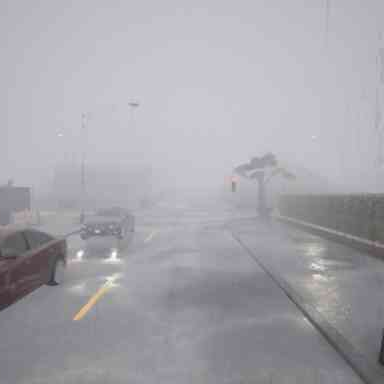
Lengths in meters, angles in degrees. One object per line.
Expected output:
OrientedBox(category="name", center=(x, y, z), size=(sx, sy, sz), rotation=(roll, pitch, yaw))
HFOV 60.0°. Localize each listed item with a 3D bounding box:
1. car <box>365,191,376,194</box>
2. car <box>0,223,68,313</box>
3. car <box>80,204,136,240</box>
OrientedBox(category="car", center=(38.008, 0.628, 70.203), size=(1.905, 1.878, 3.866), rotation=(0, 0, 0))
OrientedBox(category="car", center=(-4.081, 1.445, 6.432), size=(1.882, 1.535, 5.008), rotation=(0, 0, 0))
OrientedBox(category="car", center=(-4.020, 1.422, 16.615), size=(1.837, 1.490, 4.892), rotation=(0, 0, 1))
